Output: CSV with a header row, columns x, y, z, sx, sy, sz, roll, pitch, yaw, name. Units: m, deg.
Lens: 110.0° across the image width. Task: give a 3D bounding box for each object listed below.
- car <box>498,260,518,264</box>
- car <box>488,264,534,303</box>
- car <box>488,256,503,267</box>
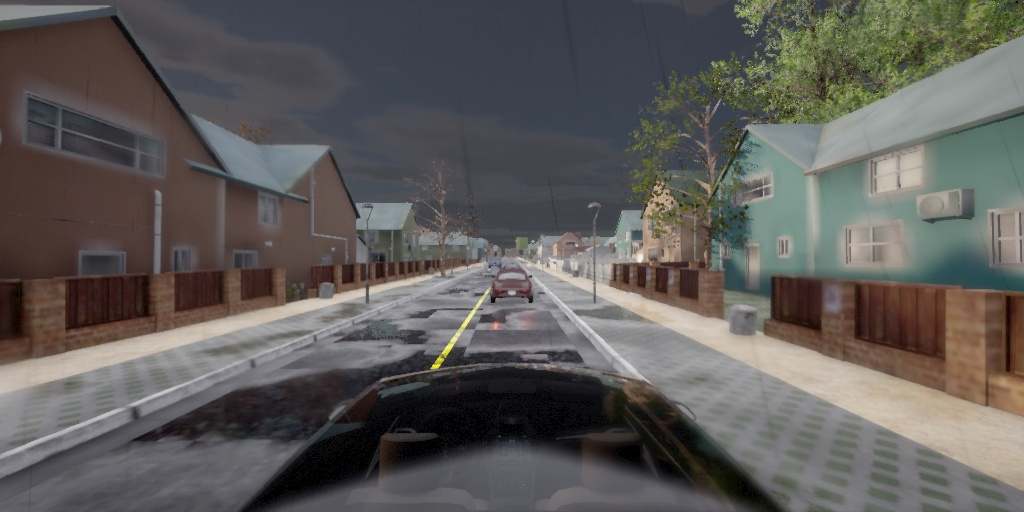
x,y,z,sx,sy,sz,roll,pitch,yaw,name
0.000,1.326,31.505,1.994,1.385,4.181,0,0,0,car
0.000,1.286,16.503,1.812,1.442,4.674,0,0,0,car
-2.750,1.073,59.482,2.150,2.045,5.566,0,0,0,car
